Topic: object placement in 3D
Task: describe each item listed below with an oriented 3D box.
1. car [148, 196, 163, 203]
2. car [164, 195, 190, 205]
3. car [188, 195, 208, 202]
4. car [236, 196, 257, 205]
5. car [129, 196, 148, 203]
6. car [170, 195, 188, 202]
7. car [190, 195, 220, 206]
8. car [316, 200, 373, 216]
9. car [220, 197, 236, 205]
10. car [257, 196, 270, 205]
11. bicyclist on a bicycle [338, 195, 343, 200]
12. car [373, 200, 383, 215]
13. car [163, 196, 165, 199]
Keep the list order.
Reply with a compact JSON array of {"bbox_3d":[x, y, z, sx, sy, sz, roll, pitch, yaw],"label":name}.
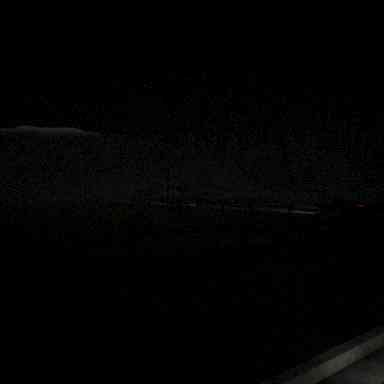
[{"bbox_3d":[-8.855,1.522,72.011,1.812,1.442,4.674,0,0,-35],"label":"car"},{"bbox_3d":[-2.317,1.599,56.712,1.895,1.301,4.718,0,0,-35],"label":"car"},{"bbox_3d":[1.310,1.523,75.789,2.128,1.511,4.902,0,0,-35],"label":"car"},{"bbox_3d":[8.599,1.475,59.420,1.882,1.535,5.008,0,0,-35],"label":"car"},{"bbox_3d":[-11.586,1.560,69.944,1.994,1.385,4.181,0,0,-35],"label":"car"},{"bbox_3d":[-3.072,1.498,75.950,1.837,1.490,4.892,0,0,-35],"label":"car"},{"bbox_3d":[2.170,1.523,56.398,1.812,1.442,4.674,0,0,-35],"label":"car"},{"bbox_3d":[14.522,1.490,32.614,2.128,1.511,4.902,0,0,-35],"label":"car"},{"bbox_3d":[5.067,1.599,58.364,1.895,1.301,4.718,0,0,-35],"label":"car"},{"bbox_3d":[11.911,1.475,60.792,1.882,1.535,5.008,0,0,-35],"label":"car"},{"bbox_3d":[23.067,1.299,51.748,1.656,1.620,0.582,0,0,-35],"label":"bicyclist on a bicycle"},{"bbox_3d":[18.339,1.599,33.261,1.895,1.301,4.718,0,0,-35],"label":"car"},{"bbox_3d":[-5.855,1.538,73.822,2.033,1.411,5.357,0,0,-35],"label":"car"}]
